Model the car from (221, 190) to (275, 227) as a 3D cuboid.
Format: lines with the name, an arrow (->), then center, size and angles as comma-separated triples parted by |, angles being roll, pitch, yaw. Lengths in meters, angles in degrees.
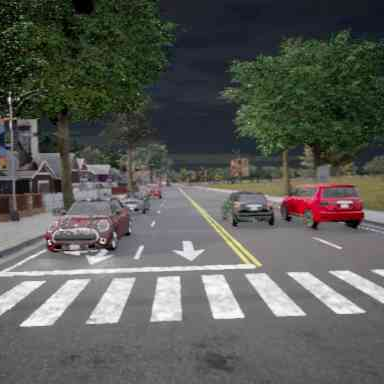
car -> 2.839, 0.743, 17.939 | 2.097, 1.767, 4.553 | -1, 2, -3

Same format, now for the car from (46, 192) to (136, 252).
car -> -3.629, 1.031, 12.389 | 2.097, 1.767, 4.553 | -1, 2, -1

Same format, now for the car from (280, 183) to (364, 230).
car -> 6.176, 0.596, 16.446 | 2.150, 2.045, 5.566 | -1, 2, -3

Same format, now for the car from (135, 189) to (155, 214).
car -> -4.268, 0.796, 25.119 | 2.128, 1.511, 4.902 | -1, 2, -3

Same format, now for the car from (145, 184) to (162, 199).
car -> -5.452, -0.109, 47.394 | 2.150, 2.045, 5.566 | -1, 1, -3
